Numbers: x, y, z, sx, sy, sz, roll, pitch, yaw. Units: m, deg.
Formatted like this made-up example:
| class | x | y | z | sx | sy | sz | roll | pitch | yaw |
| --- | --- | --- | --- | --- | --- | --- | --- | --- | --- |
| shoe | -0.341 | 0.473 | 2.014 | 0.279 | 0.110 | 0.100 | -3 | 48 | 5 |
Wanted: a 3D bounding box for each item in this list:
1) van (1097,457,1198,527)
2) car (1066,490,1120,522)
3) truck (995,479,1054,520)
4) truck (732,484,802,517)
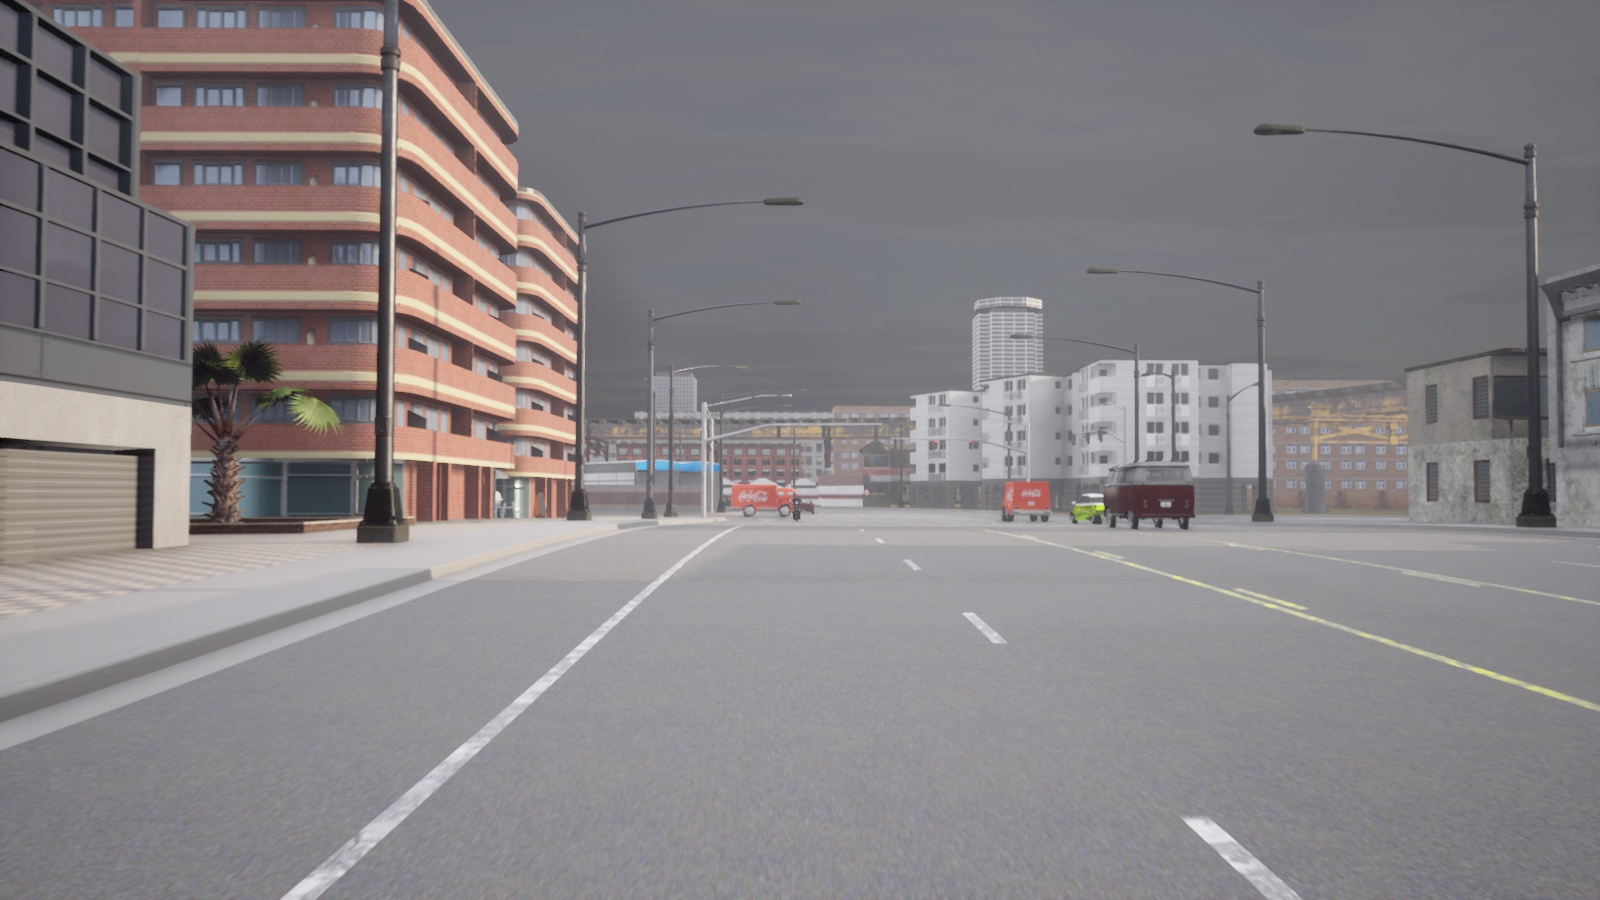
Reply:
| class | x | y | z | sx | sy | sz | roll | pitch | yaw |
| --- | --- | --- | --- | --- | --- | --- | --- | --- | --- |
| van | 10.409 | 1.283 | 37.893 | 1.775 | 1.987 | 4.442 | 0 | -3 | 0 |
| car | 12.985 | 2.491 | 55.685 | 1.481 | 1.376 | 2.207 | 0 | -3 | -14 |
| truck | 13.826 | 3.064 | 77.611 | 2.627 | 2.467 | 5.204 | 0 | -3 | -1 |
| truck | -2.489 | 3.837 | 95.022 | 5.204 | 2.467 | 2.627 | 0 | -2 | -1 |
